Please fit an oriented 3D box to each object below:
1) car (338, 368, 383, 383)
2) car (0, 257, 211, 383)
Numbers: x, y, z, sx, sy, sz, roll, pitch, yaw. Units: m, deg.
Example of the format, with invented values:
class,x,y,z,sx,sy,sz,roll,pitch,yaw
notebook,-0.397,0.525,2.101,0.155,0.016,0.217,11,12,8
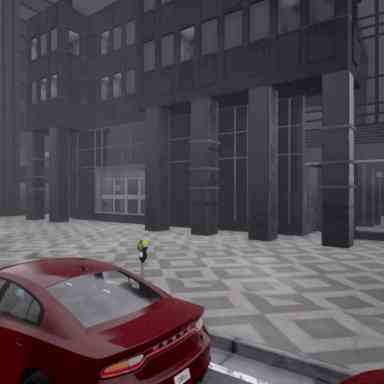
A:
class,x,y,z,sx,sy,sz,roll,pitch,yaw
car,2.691,1.545,1.048,4.507,1.381,1.887,0,0,35
car,-1.905,1.545,4.311,4.507,1.381,1.887,0,0,35
